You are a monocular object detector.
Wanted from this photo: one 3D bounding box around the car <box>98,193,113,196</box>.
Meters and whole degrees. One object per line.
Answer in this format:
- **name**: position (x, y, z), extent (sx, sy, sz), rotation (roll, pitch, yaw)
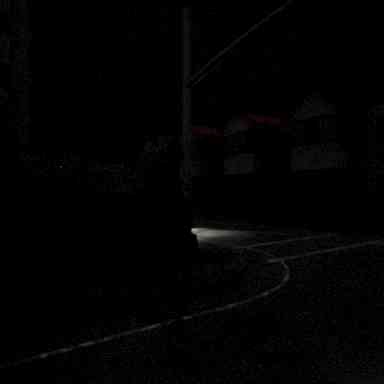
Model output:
- **car**: position (-18.964, 1.244, 75.764), extent (3.806, 1.475, 1.970), rotation (0, 0, -36)
